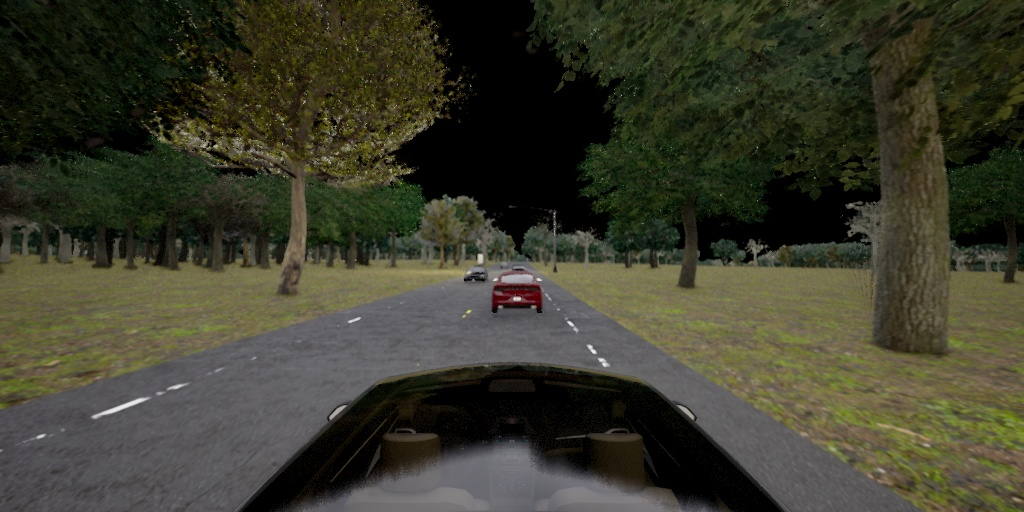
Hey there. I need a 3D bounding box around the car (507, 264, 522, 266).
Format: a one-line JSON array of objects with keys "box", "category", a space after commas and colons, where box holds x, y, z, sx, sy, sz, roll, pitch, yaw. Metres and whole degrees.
[{"box": [0.682, 1.653, 35.414, 1.837, 1.490, 4.892, 0, -1, 2], "category": "car"}]

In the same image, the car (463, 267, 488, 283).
[{"box": [-3.118, 1.659, 32.334, 2.033, 1.411, 5.357, 0, -1, 1], "category": "car"}]

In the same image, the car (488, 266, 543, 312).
[{"box": [0.220, 1.380, 15.046, 1.882, 1.535, 5.008, 0, -1, 1], "category": "car"}]
